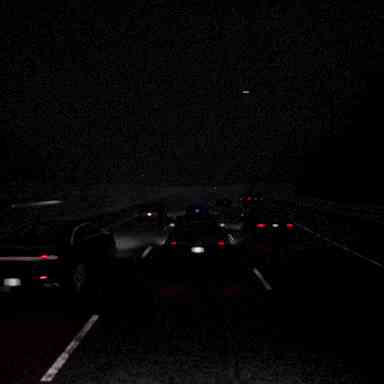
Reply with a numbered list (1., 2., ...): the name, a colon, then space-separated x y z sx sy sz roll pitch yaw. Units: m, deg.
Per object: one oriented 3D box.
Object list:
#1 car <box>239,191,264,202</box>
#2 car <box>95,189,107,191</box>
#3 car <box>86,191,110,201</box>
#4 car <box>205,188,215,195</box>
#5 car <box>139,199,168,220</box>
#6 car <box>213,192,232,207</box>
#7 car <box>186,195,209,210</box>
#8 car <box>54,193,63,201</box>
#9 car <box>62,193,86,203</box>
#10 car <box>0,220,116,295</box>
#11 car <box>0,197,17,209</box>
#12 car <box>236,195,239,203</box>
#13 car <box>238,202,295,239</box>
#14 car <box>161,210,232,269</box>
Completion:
1. car: 7.547 0.879 41.462 2.150 2.045 5.566 0 1 3
2. car: -19.663 0.305 71.487 2.150 2.045 5.566 0 1 1
3. car: -13.266 1.037 48.169 1.882 1.535 5.008 0 1 2
4. car: 5.250 0.140 89.436 1.882 1.535 5.008 0 1 1
5. car: -3.063 1.352 26.746 1.837 1.490 4.892 0 1 1
6. car: 4.233 1.089 44.467 1.882 1.535 5.008 0 1 1
7. car: 0.479 1.302 28.682 1.882 1.535 5.008 0 1 1
8. car: -23.411 0.919 60.982 1.895 1.301 4.718 0 1 2
9. car: -16.743 1.038 49.090 2.128 1.511 4.902 0 1 2
10. car: -3.346 1.466 8.667 2.128 1.511 4.902 0 0 0
11. car: -20.492 1.254 35.043 2.128 1.511 4.902 0 1 1
12. car: 7.883 1.040 51.093 2.033 1.411 5.357 0 1 1
13. car: 3.636 1.474 16.763 2.033 1.411 5.357 0 0 1
14. car: 0.177 1.526 11.011 1.994 1.385 4.181 0 0 1
